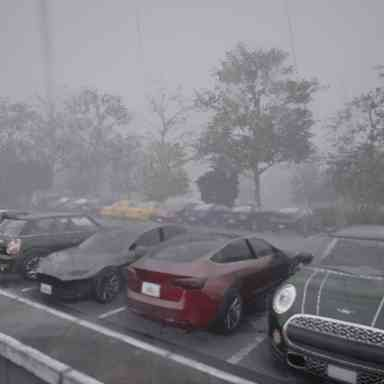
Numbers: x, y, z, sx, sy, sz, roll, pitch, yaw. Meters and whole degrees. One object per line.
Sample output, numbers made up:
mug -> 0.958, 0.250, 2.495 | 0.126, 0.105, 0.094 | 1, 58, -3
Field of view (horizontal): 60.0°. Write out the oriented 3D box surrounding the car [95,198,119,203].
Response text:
car -> -5.076, 1.360, 27.720 | 1.946, 1.575, 5.366 | 2, 1, 36

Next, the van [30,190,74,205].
van -> -14.281, 0.833, 34.025 | 1.878, 1.987, 4.442 | 2, 2, 36

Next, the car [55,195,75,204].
car -> -9.798, 1.259, 30.926 | 2.002, 1.452, 4.674 | 2, 1, 36

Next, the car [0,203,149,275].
car -> -3.824, 1.404, 10.372 | 2.185, 1.767, 4.553 | 0, 0, 36

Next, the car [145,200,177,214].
car -> -0.794, 1.494, 24.343 | 2.163, 1.488, 4.792 | 1, 1, 36

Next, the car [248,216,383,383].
car -> 2.977, 1.426, 5.506 | 2.185, 1.767, 4.553 | 0, 0, 36

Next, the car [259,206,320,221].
car -> 6.094, 1.542, 19.364 | 2.231, 1.521, 4.892 | 1, 0, 36

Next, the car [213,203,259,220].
car -> 3.734, 1.524, 21.080 | 2.097, 1.535, 5.008 | 1, 0, 36

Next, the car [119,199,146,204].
car -> -2.816, 1.417, 26.077 | 1.946, 1.575, 5.366 | 2, 1, 36

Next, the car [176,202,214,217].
car -> 1.478, 1.498, 22.721 | 2.097, 1.535, 5.008 | 1, 0, 36

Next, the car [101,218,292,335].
car -> 0.721, 1.582, 7.143 | 2.163, 1.488, 4.792 | 0, 0, 36

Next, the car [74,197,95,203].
car -> -7.427, 1.327, 29.235 | 2.163, 1.488, 4.792 | 2, 1, 36

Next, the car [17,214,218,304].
car -> -1.568, 1.575, 8.735 | 2.163, 1.488, 4.792 | 0, 0, 36

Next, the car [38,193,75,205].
car -> -12.049, 1.176, 32.563 | 2.002, 1.452, 4.674 | 2, 1, 36
